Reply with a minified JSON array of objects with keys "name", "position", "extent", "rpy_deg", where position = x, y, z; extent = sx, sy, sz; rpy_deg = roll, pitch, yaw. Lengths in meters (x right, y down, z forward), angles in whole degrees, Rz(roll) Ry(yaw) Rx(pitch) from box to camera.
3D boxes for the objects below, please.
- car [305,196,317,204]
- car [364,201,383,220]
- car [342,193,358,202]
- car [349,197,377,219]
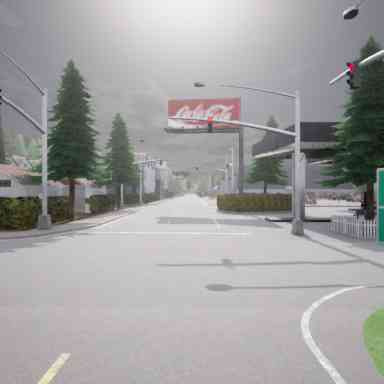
[{"name":"car","position":[22.532,1.553,64.012],"extent":[1.970,1.475,3.806],"rpy_deg":[0,0,0]},{"name":"car","position":[18.709,1.672,30.617],"extent":[4.611,1.667,2.242],"rpy_deg":[0,0,0]},{"name":"car","position":[34.940,1.490,71.797],"extent":[2.007,1.523,4.514],"rpy_deg":[0,0,0]},{"name":"car","position":[14.379,1.505,24.949],"extent":[3.866,1.878,1.905],"rpy_deg":[0,0,0]}]
